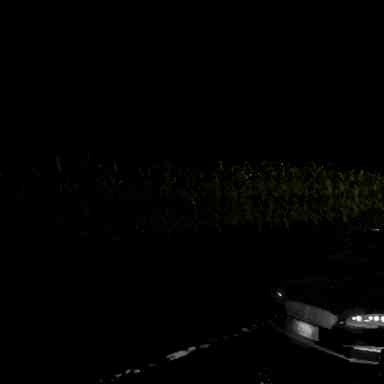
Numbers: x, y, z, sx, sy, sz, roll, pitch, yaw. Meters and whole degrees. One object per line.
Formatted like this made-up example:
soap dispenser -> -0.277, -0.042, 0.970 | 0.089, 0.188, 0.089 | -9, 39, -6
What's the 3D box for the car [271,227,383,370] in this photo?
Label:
car -> 3.374, 1.399, 5.553 | 4.902, 1.511, 2.128 | -1, 1, -36
